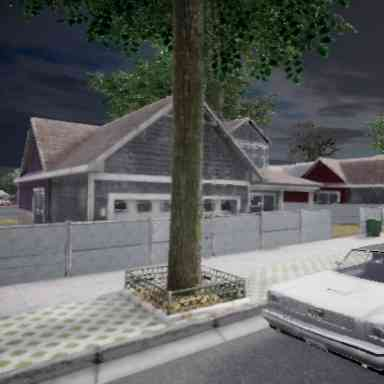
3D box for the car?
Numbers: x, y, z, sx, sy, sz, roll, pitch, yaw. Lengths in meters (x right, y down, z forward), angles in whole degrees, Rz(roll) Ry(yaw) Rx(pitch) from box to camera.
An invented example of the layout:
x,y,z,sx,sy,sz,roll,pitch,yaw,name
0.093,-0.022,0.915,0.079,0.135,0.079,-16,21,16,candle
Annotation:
x,y,z,sx,sy,sz,roll,pitch,yaw,name
3.346,1.603,5.456,4.718,1.301,1.895,0,0,-35,car
